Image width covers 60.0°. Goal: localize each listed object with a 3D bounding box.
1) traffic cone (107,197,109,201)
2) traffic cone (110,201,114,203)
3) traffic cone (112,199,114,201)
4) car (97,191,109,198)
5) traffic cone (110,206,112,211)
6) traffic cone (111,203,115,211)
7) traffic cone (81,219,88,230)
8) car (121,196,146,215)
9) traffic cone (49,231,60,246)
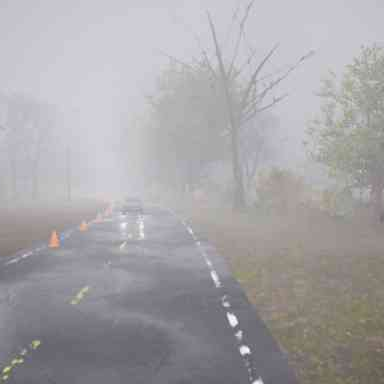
[{"bbox_3d":[-13.817,1.342,56.543,0.340,0.580,0.340,0,1,-18],"label":"traffic cone"},{"bbox_3d":[-8.834,1.549,37.472,0.340,0.580,0.340,0,1,-12],"label":"traffic cone"},{"bbox_3d":[-9.894,1.497,42.287,0.340,0.580,0.340,0,1,-13],"label":"traffic cone"},{"bbox_3d":[-22.048,0.451,82.574,2.097,1.767,4.553,0,1,-29],"label":"car"},{"bbox_3d":[-7.088,1.655,27.769,0.340,0.580,0.340,0,1,-9],"label":"traffic cone"},{"bbox_3d":[-7.898,1.602,32.632,0.340,0.580,0.340,0,1,-10],"label":"traffic cone"},{"bbox_3d":[-5.846,1.763,17.989,0.340,0.580,0.340,0,1,-6],"label":"traffic cone"},{"bbox_3d":[-5.266,1.178,29.966,1.837,1.490,4.892,0,1,-10],"label":"car"},{"bbox_3d":[-5.415,1.817,13.078,0.340,0.580,0.340,0,1,-4],"label":"traffic cone"}]
